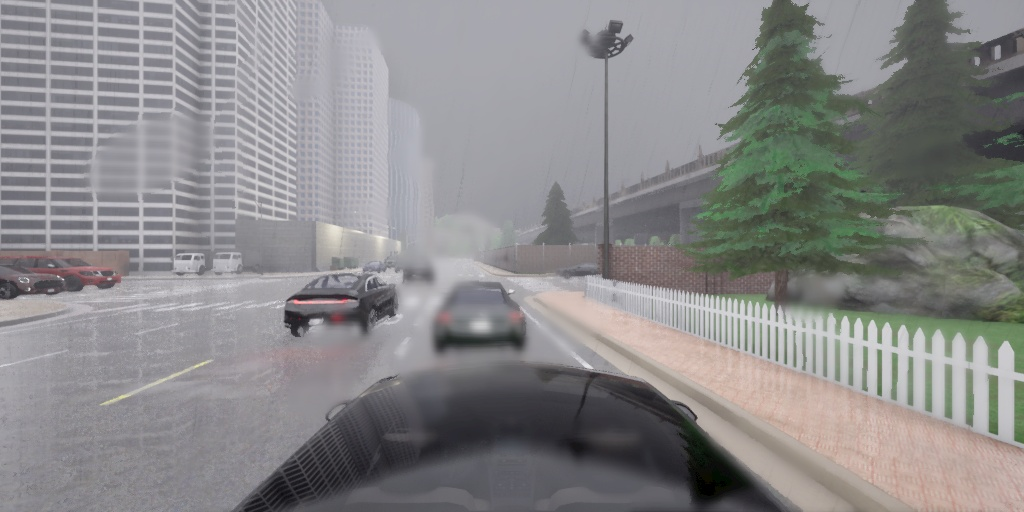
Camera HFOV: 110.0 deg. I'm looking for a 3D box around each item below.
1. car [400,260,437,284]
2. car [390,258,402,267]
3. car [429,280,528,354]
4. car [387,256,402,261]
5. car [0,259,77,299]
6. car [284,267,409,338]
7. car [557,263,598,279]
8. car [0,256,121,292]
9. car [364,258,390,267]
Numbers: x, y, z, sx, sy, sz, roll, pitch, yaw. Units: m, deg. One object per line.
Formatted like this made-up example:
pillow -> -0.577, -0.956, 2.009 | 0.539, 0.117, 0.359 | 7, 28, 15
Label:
car -> -6.587, 1.254, 26.073 | 1.882, 1.535, 5.008 | 0, 0, -8
car -> -12.662, 1.297, 42.787 | 2.033, 1.411, 5.357 | 0, 0, -8
car -> -0.821, 1.314, 8.883 | 1.994, 1.385, 4.181 | 0, 0, -7
car -> -17.698, 0.972, 53.533 | 2.150, 2.045, 5.566 | 0, 0, -8
car -> -25.417, 1.157, 17.762 | 4.553, 1.767, 2.097 | 0, 0, -8
car -> -4.538, 1.240, 10.259 | 2.128, 1.511, 4.902 | 0, 0, -6
car -> 6.465, 1.331, 33.039 | 4.674, 1.442, 1.812 | 0, 0, -7
car -> -26.842, 1.027, 21.119 | 5.566, 2.045, 2.150 | 0, 0, -8
car -> -16.101, 1.276, 42.103 | 1.812, 1.442, 4.674 | 0, 0, -8
